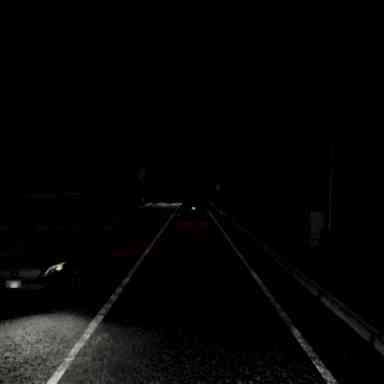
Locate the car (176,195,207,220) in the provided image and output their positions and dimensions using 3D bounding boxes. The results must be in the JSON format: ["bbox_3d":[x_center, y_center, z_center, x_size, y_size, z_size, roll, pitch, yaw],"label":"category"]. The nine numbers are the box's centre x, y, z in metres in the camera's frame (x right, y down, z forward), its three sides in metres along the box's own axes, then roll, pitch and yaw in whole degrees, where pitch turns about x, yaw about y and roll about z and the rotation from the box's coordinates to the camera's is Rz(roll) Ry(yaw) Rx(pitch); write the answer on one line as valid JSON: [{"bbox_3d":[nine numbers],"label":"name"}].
[{"bbox_3d":[0.110,1.172,25.371,2.033,1.649,4.856,0,1,0],"label":"car"}]

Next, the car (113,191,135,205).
[{"bbox_3d":[-8.943,0.852,35.338,5.566,2.045,2.435,0,1,0],"label":"car"}]

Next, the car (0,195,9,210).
[{"bbox_3d":[-22.057,1.117,34.459,4.892,1.521,2.231,0,1,0],"label":"car"}]

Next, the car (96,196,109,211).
[{"bbox_3d":[-8.955,1.261,24.129,5.008,1.535,2.097,0,1,0],"label":"car"}]

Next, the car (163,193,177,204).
[{"bbox_3d":[-3.308,0.888,49.959,1.882,1.535,5.008,0,1,0],"label":"car"}]

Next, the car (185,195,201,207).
[{"bbox_3d":[0.117,1.086,42.184,1.994,1.385,4.181,0,1,0],"label":"car"}]

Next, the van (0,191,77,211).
[{"bbox_3d":[-9.072,1.108,18.518,4.442,1.987,1.878,0,1,0],"label":"van"}]

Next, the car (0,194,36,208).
[{"bbox_3d":[-21.870,1.035,40.009,5.366,1.575,1.946,0,1,0],"label":"car"}]

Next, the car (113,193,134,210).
[{"bbox_3d":[-8.783,1.139,32.539,5.366,1.575,1.946,0,1,0],"label":"car"}]

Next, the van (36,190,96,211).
[{"bbox_3d":[-8.841,1.073,21.320,4.442,1.987,1.878,0,1,0],"label":"van"}]

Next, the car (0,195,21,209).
[{"bbox_3d":[-22.082,1.107,37.235,4.792,1.488,2.163,0,1,0],"label":"car"}]

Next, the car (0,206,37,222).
[{"bbox_3d":[-8.947,1.436,12.911,4.674,1.452,2.002,0,0,0],"label":"car"}]

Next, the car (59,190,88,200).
[{"bbox_3d":[-22.109,0.602,62.211,4.553,1.767,2.185,0,1,0],"label":"car"}]

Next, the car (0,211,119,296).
[{"bbox_3d":[-3.346,1.448,8.580,1.812,1.442,4.674,0,1,0],"label":"car"}]

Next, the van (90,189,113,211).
[{"bbox_3d":[-9.080,0.996,26.929,4.442,1.987,1.878,0,1,0],"label":"van"}]

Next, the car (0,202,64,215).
[{"bbox_3d":[-8.982,1.398,15.719,4.792,1.488,2.163,0,1,0],"label":"car"}]

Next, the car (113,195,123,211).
[{"bbox_3d":[-8.969,1.222,29.736,4.674,1.452,2.002,0,1,0],"label":"car"}]

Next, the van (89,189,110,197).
[{"bbox_3d":[-21.976,0.278,78.859,4.442,1.987,1.878,0,1,0],"label":"van"}]
